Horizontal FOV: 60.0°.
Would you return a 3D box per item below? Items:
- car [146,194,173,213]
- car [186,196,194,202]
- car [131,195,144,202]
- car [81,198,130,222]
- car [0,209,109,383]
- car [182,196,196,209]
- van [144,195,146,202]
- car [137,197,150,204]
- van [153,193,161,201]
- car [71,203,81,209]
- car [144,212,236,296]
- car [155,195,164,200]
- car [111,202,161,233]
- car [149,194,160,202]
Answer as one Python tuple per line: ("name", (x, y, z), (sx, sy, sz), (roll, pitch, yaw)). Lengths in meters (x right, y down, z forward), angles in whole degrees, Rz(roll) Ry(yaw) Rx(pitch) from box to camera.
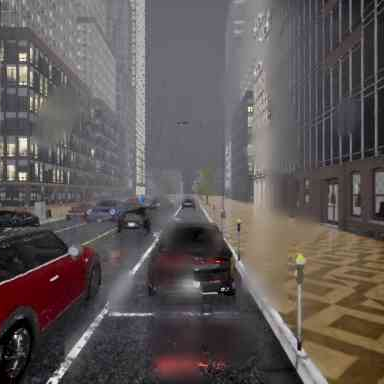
("car", (-3.050, 1.341, 33.360), (2.097, 1.767, 4.553), (0, 0, 0))
("car", (-0.452, 1.533, 78.399), (1.802, 1.307, 4.206), (0, 0, 0))
("car", (-8.833, 1.523, 49.953), (1.887, 1.381, 4.507), (0, 0, 0))
("car", (-6.245, 1.346, 24.646), (2.097, 1.767, 4.553), (0, 0, 0))
("car", (-3.048, 1.352, 5.491), (2.097, 1.767, 4.553), (0, 0, 0))
("car", (-0.452, 1.548, 44.248), (1.947, 1.339, 4.313), (0, 0, 0))
("van", (-8.832, 1.315, 55.645), (1.690, 1.788, 3.998), (0, 0, 0))
("car", (-8.833, 1.550, 61.338), (1.802, 1.307, 4.206), (0, 0, 0))
("van", (-8.831, 1.286, 84.106), (1.690, 1.788, 3.998), (0, 0, 0))
("car", (-8.832, 1.575, 27.183), (1.802, 1.307, 4.206), (0, 0, 0))
("car", (0.000, 1.503, 8.649), (1.837, 1.490, 4.892), (0, 0, 0))
("car", (-8.832, 1.504, 89.799), (1.947, 1.339, 4.313), (0, 0, 0))
("car", (-3.148, 1.522, 19.608), (1.812, 1.442, 4.674), (0, 0, 0))
("car", (-8.832, 1.391, 78.413), (1.967, 1.590, 4.097), (0, 0, 0))
